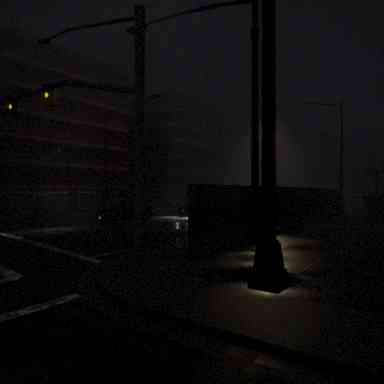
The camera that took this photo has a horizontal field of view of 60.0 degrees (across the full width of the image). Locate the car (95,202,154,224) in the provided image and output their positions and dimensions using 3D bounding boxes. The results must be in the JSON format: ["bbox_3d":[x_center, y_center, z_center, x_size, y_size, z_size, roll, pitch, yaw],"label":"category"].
[{"bbox_3d":[-4.902,1.491,24.767,2.128,1.511,4.902,0,0,35],"label":"car"}]

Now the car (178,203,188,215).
[{"bbox_3d":[0.537,1.505,32.511,1.837,1.490,4.892,0,0,35],"label":"car"}]
